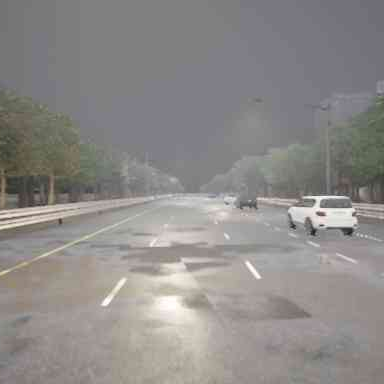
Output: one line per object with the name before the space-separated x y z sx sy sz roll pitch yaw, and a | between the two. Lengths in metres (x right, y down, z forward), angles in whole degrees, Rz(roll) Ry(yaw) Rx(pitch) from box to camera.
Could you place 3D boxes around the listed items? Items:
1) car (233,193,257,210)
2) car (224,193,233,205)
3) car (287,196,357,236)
car | 7.022 1.234 43.155 2.150 2.045 5.566 0 0 0
car | 7.051 1.257 60.153 2.150 2.045 5.566 0 0 0
car | 7.009 1.224 18.500 2.150 2.045 5.566 0 0 0
